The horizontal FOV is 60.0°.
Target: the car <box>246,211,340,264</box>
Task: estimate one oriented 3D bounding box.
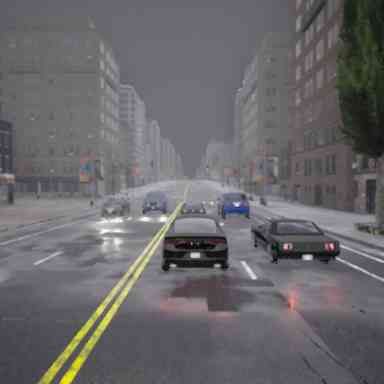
[{"bbox_3d":[3.345,1.585,11.815,1.895,1.301,4.718,0,0,0],"label":"car"}]

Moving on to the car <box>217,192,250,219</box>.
[{"bbox_3d":[3.353,1.040,27.433,2.150,2.045,5.566,0,1,0],"label":"car"}]

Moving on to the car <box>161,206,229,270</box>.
[{"bbox_3d":[0.094,1.466,11.072,1.882,1.535,5.008,0,0,0],"label":"car"}]

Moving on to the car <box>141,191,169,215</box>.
[{"bbox_3d":[-3.342,0.977,31.301,2.150,2.045,5.566,0,1,0],"label":"car"}]

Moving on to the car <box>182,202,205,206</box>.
[{"bbox_3d":[0.099,1.426,27.033,1.895,1.301,4.718,0,1,0],"label":"car"}]

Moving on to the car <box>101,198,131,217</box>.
[{"bbox_3d":[-6.591,1.282,29.251,2.128,1.511,4.902,0,1,0],"label":"car"}]
